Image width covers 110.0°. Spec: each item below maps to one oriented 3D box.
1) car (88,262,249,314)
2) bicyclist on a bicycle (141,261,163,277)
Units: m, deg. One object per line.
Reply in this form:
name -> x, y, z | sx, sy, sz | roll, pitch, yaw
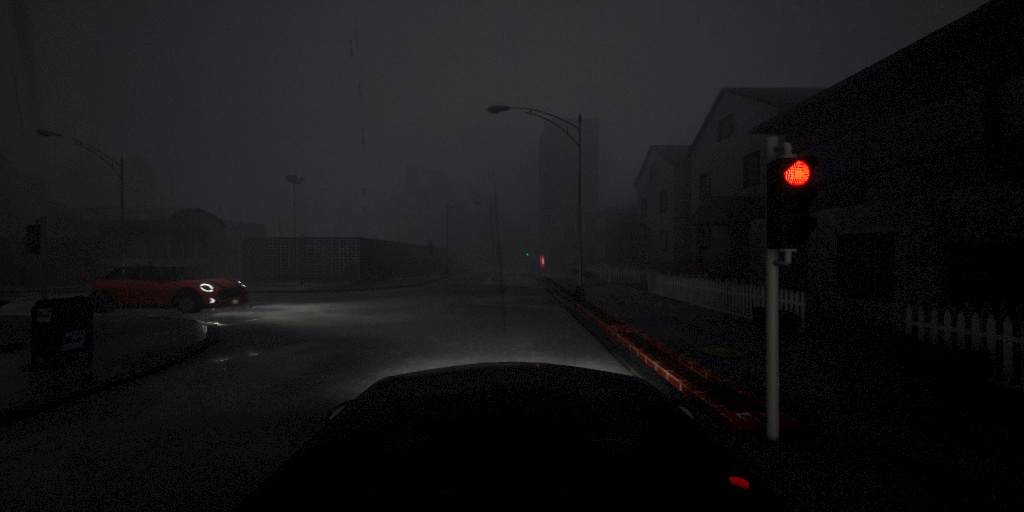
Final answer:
car -> -12.450, 1.102, 13.234 | 4.553, 1.767, 2.097 | 0, 0, 0
bicyclist on a bicycle -> -21.736, 1.099, 21.663 | 0.582, 1.620, 1.656 | 0, 0, 0
